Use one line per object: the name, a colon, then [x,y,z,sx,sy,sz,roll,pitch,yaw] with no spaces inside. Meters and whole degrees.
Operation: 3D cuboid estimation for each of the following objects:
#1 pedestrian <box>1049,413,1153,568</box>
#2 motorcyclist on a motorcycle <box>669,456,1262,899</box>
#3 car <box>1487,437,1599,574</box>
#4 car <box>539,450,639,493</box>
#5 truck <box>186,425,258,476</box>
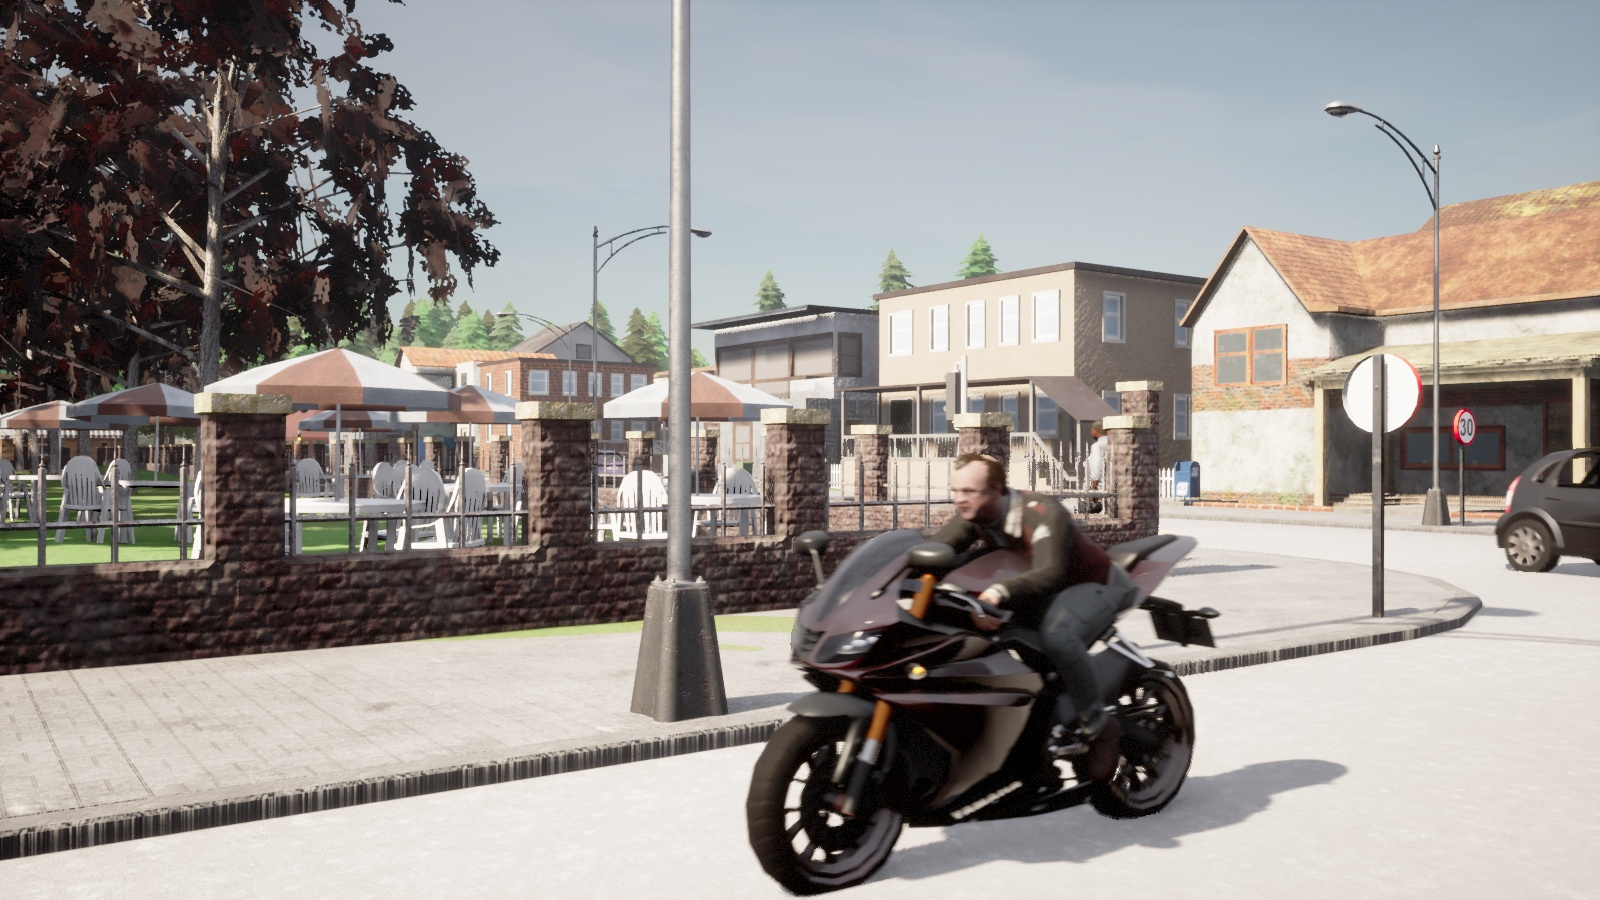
pedestrian: [3.747,0.485,15.657,0.874,1.855,0.900,0,0,-33]
motorcyclist on a motorcycle: [0.685,0.790,4.729,2.191,1.530,0.866,0,0,-34]
car: [10.428,0.657,14.703,1.851,1.617,3.988,0,0,-19]
car: [-8.432,0.814,49.772,2.033,1.649,4.856,0,0,-35]
truck: [-41.321,0.070,89.628,2.891,3.462,7.936,0,0,-38]
